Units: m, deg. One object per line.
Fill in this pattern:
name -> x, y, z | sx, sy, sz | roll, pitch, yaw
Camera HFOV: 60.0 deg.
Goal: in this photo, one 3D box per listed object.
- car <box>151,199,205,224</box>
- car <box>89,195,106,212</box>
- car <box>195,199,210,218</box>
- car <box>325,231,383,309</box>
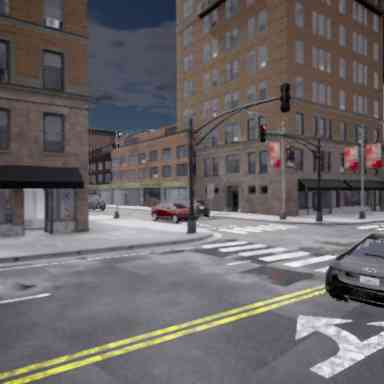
car -> -1.420, 1.565, 26.091 | 1.882, 1.535, 5.008 | -1, 0, -35
car -> -12.649, 1.363, 41.575 | 2.150, 2.045, 5.566 | -1, 0, -36
car -> -0.414, 1.419, 30.102 | 2.097, 1.767, 4.553 | -1, 0, -36
car -> 4.711, 1.579, 7.327 | 4.181, 1.385, 1.994 | 0, 0, -41
